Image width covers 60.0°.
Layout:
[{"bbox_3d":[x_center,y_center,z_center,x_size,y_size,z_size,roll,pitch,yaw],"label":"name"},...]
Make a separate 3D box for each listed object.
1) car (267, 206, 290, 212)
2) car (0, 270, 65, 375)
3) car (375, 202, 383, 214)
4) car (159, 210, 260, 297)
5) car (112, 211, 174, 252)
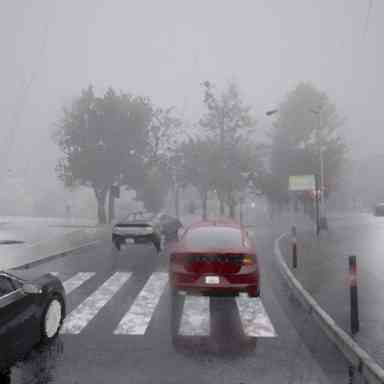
[{"bbox_3d":[18.936,3.901,72.846,4.892,1.490,1.837,-3,-5,37],"label":"car"},{"bbox_3d":[-3.020,1.512,3.532,1.837,1.490,4.892,0,0,1],"label":"car"},{"bbox_3d":[25.660,2.128,44.548,1.812,1.442,4.674,-2,-3,29],"label":"car"},{"bbox_3d":[0.633,1.471,8.626,1.882,1.535,5.008,-1,0,6],"label":"car"},{"bbox_3d":[-1.709,1.553,14.126,2.128,1.511,4.902,-1,-1,12],"label":"car"}]
